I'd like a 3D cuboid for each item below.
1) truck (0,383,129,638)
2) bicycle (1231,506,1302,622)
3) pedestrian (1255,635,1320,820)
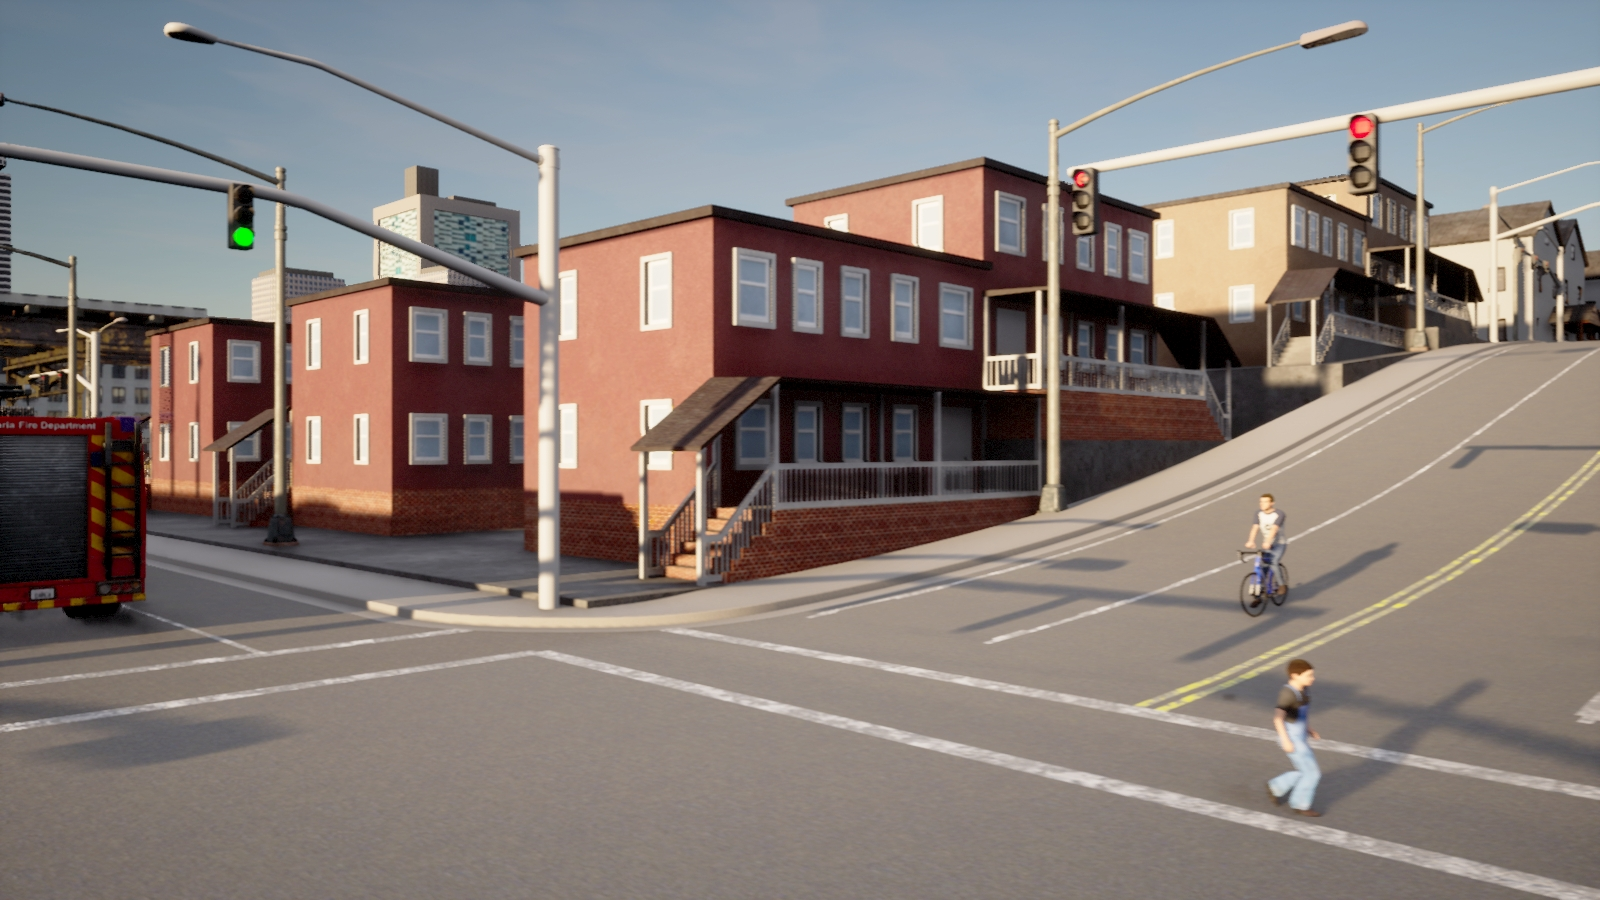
[{"bbox_3d":[-14.776,0.904,20.340,2.891,3.827,8.468,0,0,-45],"label":"truck"},{"bbox_3d":[7.177,1.712,17.546,0.373,1.521,1.643,0,4,44],"label":"bicycle"},{"bbox_3d":[3.779,2.129,8.856,0.375,1.300,0.375,0,0,39],"label":"pedestrian"}]
